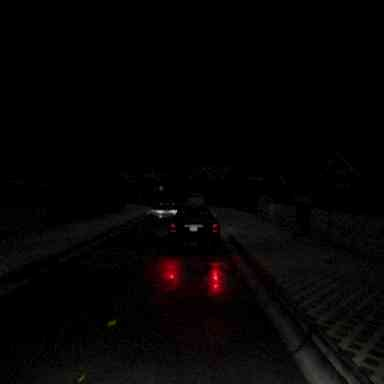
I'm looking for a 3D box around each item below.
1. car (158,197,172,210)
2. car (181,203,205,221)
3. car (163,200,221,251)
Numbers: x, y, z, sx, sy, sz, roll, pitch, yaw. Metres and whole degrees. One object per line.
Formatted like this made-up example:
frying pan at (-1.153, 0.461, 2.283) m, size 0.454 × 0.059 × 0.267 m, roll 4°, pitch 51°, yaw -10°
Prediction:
car at (-3.396, 1.475, 44.071) m, size 2.097 × 1.767 × 4.553 m, roll 0°, pitch 0°, yaw -8°
car at (0.066, 1.682, 29.039) m, size 1.895 × 1.301 × 4.718 m, roll 0°, pitch 0°, yaw 0°
car at (0.074, 1.395, 14.515) m, size 2.097 × 1.767 × 4.553 m, roll 0°, pitch 0°, yaw 0°
